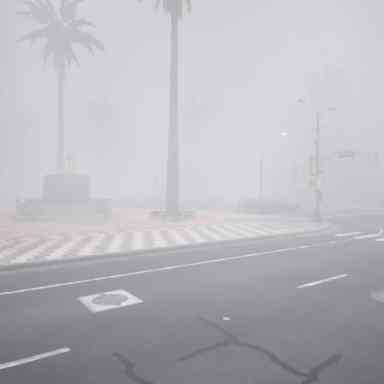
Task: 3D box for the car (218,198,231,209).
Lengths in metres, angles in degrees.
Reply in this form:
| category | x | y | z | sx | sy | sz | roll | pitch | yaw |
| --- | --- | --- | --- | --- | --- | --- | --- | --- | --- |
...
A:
| category | x | y | z | sx | sy | sz | roll | pitch | yaw |
| --- | --- | --- | --- | --- | --- | --- | --- | --- | --- |
| car | 3.427 | 1.505 | 45.098 | 4.892 | 1.490 | 1.837 | 0 | 0 | 36 |

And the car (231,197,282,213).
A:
| category | x | y | z | sx | sy | sz | roll | pitch | yaw |
| --- | --- | --- | --- | --- | --- | --- | --- | --- | --- |
| car | 7.033 | 1.505 | 36.528 | 1.837 | 1.490 | 4.892 | 0 | 0 | -39 |

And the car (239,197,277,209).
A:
| category | x | y | z | sx | sy | sz | roll | pitch | yaw |
| --- | --- | --- | --- | --- | --- | --- | --- | --- | --- |
| car | 8.884 | 1.505 | 45.303 | 4.892 | 1.490 | 1.837 | 0 | -1 | 45 |

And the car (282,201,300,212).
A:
| category | x | y | z | sx | sy | sz | roll | pitch | yaw |
| --- | --- | --- | --- | --- | --- | --- | --- | --- | --- |
| car | 9.974 | 1.601 | 38.462 | 1.895 | 1.301 | 4.718 | 0 | 0 | -39 |

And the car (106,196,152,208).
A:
| category | x | y | z | sx | sy | sz | roll | pitch | yaw |
| --- | --- | --- | --- | --- | --- | --- | --- | --- | --- |
| car | -8.949 | 1.547 | 47.556 | 5.357 | 1.411 | 2.033 | 0 | 0 | 14 |

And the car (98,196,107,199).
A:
| category | x | y | z | sx | sy | sz | roll | pitch | yaw |
| --- | --- | --- | --- | --- | --- | --- | --- | --- | --- |
| car | -15.835 | 1.492 | 59.127 | 4.902 | 1.511 | 2.128 | 0 | 0 | 2 |

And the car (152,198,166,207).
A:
| category | x | y | z | sx | sy | sz | roll | pitch | yaw |
| --- | --- | --- | --- | --- | --- | --- | --- | --- | --- |
| car | -5.365 | 1.564 | 49.908 | 4.181 | 1.385 | 1.994 | 0 | 0 | 19 |

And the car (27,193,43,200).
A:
| category | x | y | z | sx | sy | sz | roll | pitch | yaw |
| --- | --- | --- | --- | --- | --- | --- | --- | --- | --- |
| car | -26.043 | 1.221 | 58.561 | 5.566 | 2.045 | 2.150 | 0 | 0 | -10 |

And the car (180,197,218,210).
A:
| category | x | y | z | sx | sy | sz | roll | pitch | yaw |
| --- | --- | --- | --- | --- | --- | --- | --- | --- | --- |
| car | 0.566 | 1.526 | 42.941 | 4.674 | 1.442 | 1.812 | 0 | 0 | 34 |

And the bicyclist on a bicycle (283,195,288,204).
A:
| category | x | y | z | sx | sy | sz | roll | pitch | yaw |
| --- | --- | --- | --- | --- | --- | --- | --- | --- | --- |
| bicyclist on a bicycle | 15.278 | 1.301 | 54.491 | 0.582 | 1.620 | 1.656 | 0 | 0 | 42 |
